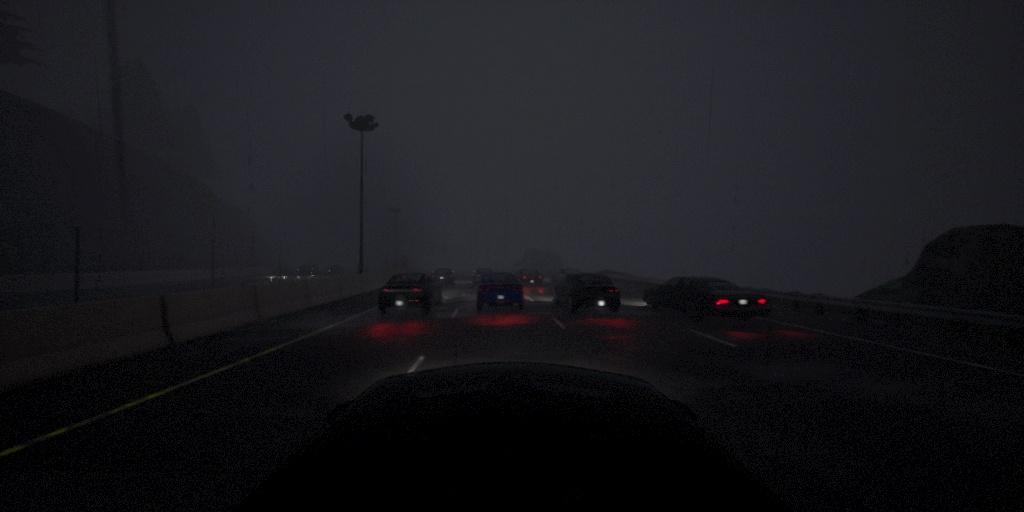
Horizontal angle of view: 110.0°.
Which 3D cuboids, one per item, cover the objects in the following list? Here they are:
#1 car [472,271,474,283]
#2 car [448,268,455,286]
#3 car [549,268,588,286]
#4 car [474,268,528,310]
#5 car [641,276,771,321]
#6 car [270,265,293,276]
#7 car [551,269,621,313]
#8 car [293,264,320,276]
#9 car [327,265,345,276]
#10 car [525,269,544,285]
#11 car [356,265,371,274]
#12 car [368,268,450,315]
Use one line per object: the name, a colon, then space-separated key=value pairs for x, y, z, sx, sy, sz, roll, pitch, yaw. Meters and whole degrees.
car: x=-2.342 y=1.721 z=30.657 sx=1.994 sy=1.385 sz=4.181 roll=0 pitch=-1 yaw=-9
car: x=-5.816 y=1.725 z=30.231 sx=1.994 sy=1.385 sz=4.181 roll=0 pitch=-1 yaw=-9
car: x=4.727 y=1.739 z=30.785 sx=1.895 sy=1.301 sz=4.718 roll=0 pitch=-1 yaw=-9
car: x=-0.590 y=1.427 z=16.024 sx=1.882 sy=1.535 sz=5.008 roll=0 pitch=0 yaw=-4
car: x=6.643 y=1.436 z=13.053 sx=2.033 sy=1.411 sz=5.357 roll=0 pitch=-1 yaw=-4
car: x=-32.183 y=2.037 z=50.340 sx=1.812 sy=1.442 sz=4.674 roll=0 pitch=-1 yaw=-17
car: x=2.988 y=1.432 z=15.037 sx=1.837 sy=1.490 sz=4.892 roll=0 pitch=0 yaw=-4
car: x=-28.564 y=1.854 z=50.383 sx=2.097 sy=1.767 sz=4.553 roll=0 pitch=-1 yaw=-17
car: x=-25.265 y=2.014 z=51.585 sx=1.837 sy=1.490 sz=4.892 roll=0 pitch=-1 yaw=-17
car: x=1.258 y=1.742 z=30.321 sx=1.895 sy=1.301 sz=4.718 roll=0 pitch=-1 yaw=-9
car: x=-22.496 y=2.067 z=54.489 sx=1.812 sy=1.442 sz=4.674 roll=0 pitch=-1 yaw=-17
car: x=-4.000 y=1.432 z=14.654 sx=2.128 sy=1.511 sz=4.902 roll=0 pitch=-1 yaw=-4
